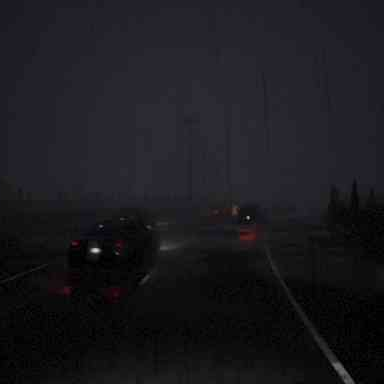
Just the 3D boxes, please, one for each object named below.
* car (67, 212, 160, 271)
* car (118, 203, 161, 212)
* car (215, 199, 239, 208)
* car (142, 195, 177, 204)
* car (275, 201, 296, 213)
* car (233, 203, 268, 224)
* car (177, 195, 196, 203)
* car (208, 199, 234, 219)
[{"bbox_3d":[-2.401,1.603,11.198,1.994,1.385,4.181,0,0,8],"label":"car"},{"bbox_3d":[-3.788,1.660,22.026,1.994,1.385,4.181,0,0,14],"label":"car"},{"bbox_3d":[6.397,1.980,59.535,2.033,1.411,5.357,0,-1,33],"label":"car"},{"bbox_3d":[-4.968,1.517,47.904,2.150,2.045,5.566,0,-1,29],"label":"car"},{"bbox_3d":[11.593,1.786,41.256,1.812,1.442,4.674,0,-1,29],"label":"car"},{"bbox_3d":[4.894,1.646,26.605,1.837,1.490,4.892,0,-1,19],"label":"car"},{"bbox_3d":[-1.410,1.640,60.411,2.150,2.045,5.566,0,-1,33],"label":"car"},{"bbox_3d":[3.058,1.652,31.700,1.882,1.535,5.008,0,-1,22],"label":"car"}]
